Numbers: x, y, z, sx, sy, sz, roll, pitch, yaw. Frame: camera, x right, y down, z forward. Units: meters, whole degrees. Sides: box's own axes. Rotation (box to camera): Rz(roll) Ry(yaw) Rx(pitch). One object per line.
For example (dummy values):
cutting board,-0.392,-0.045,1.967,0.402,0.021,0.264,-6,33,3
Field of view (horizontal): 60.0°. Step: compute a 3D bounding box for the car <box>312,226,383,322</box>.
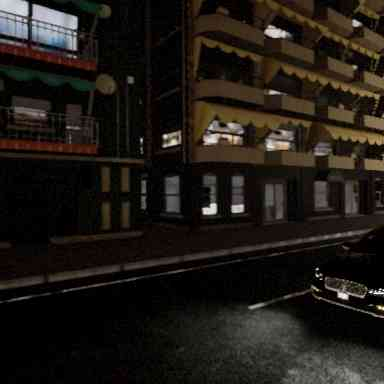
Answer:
car,4.521,1.449,6.824,4.892,1.490,1.837,0,0,-33
